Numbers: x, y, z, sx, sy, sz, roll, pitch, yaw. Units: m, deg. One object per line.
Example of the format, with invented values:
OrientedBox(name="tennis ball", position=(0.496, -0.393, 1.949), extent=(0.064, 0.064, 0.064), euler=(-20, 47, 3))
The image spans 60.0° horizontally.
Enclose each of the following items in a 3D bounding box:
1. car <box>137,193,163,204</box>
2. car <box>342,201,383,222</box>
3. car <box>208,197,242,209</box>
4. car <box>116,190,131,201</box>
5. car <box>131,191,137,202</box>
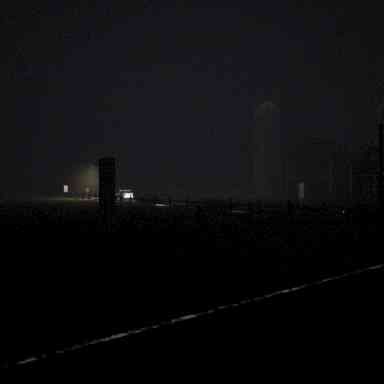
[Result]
OrientedBox(name="car", position=(-6.095, 1.152, 50.761), extent=(1.994, 1.385, 4.181), euler=(-1, 1, -36))
OrientedBox(name="car", position=(12.601, 1.409, 22.792), extent=(2.128, 1.511, 4.902), euler=(0, 0, -19))
OrientedBox(name="car", position=(3.557, 1.271, 37.376), extent=(1.812, 1.442, 4.674), euler=(-1, 1, -36))
OrientedBox(name="car", position=(-13.645, 0.621, 66.063), extent=(2.150, 2.045, 5.566), euler=(-1, 1, -36))
OrientedBox(name="car", position=(-8.308, 0.981, 58.711), extent=(2.128, 1.511, 4.902), euler=(-1, 1, -36))
